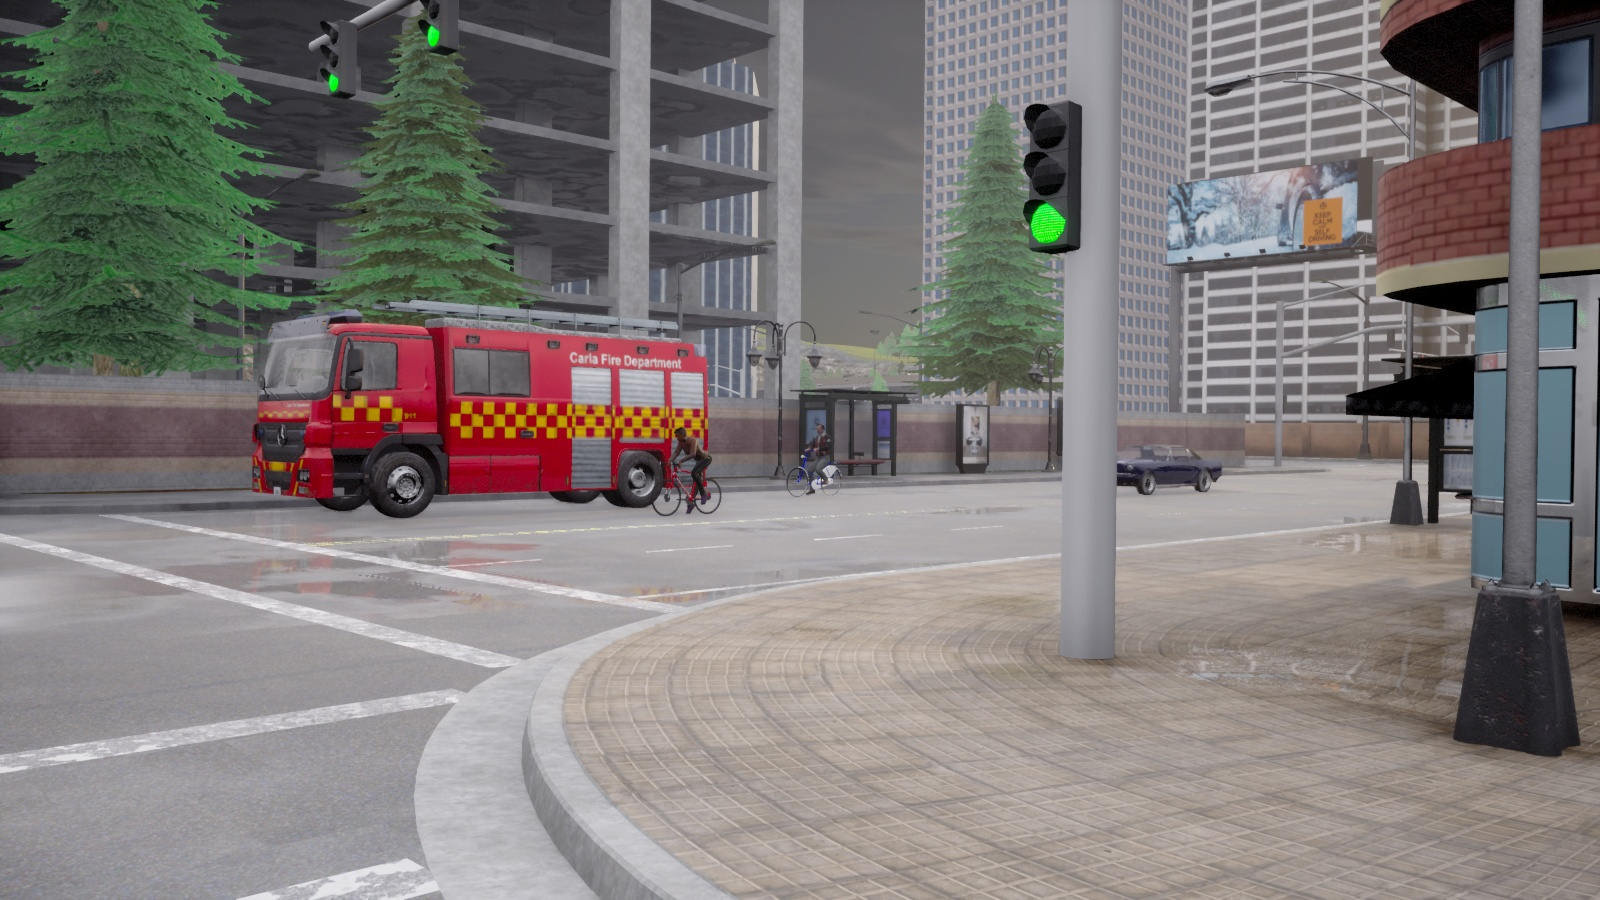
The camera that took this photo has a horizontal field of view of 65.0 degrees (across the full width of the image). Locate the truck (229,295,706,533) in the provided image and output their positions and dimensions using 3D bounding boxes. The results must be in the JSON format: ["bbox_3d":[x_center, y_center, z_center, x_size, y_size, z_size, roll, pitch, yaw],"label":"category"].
[{"bbox_3d":[-6.031,-0.653,24.140,8.468,3.827,2.891,-1,1,-44],"label":"truck"}]

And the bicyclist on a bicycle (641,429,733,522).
[{"bbox_3d":[-2.060,0.443,23.091,1.656,1.620,0.582,-2,1,-44],"label":"bicyclist on a bicycle"}]

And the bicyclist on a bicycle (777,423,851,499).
[{"bbox_3d":[0.346,0.242,30.206,1.843,1.776,0.659,-1,1,-44],"label":"bicyclist on a bicycle"}]

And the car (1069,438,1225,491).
[{"bbox_3d":[9.459,0.337,34.029,4.718,1.301,1.895,-1,1,-44],"label":"car"}]
